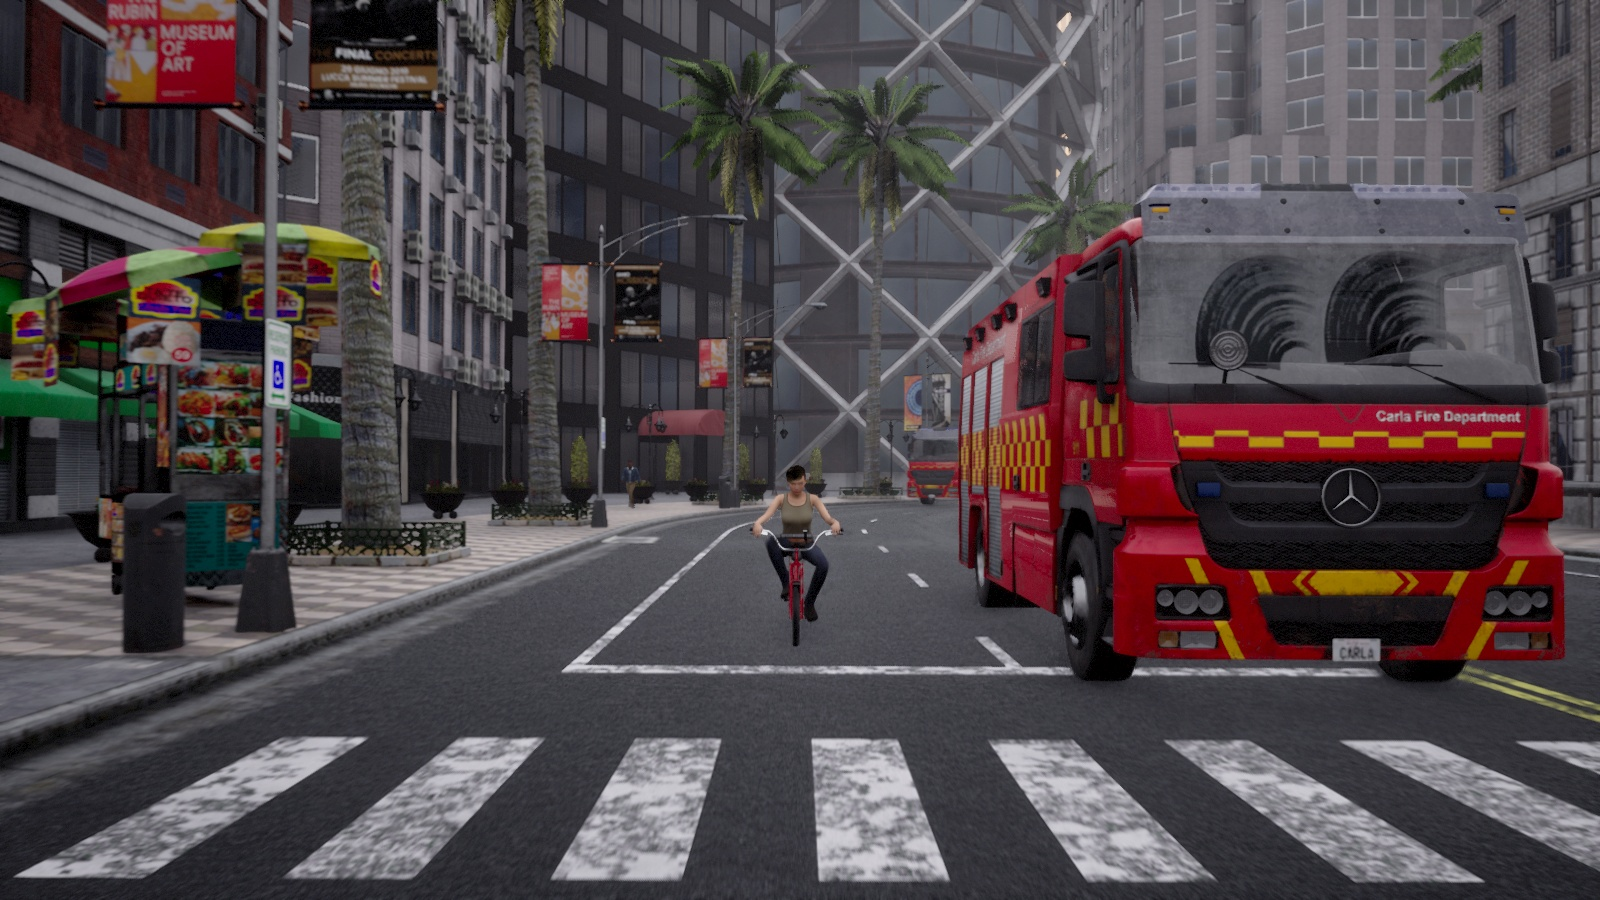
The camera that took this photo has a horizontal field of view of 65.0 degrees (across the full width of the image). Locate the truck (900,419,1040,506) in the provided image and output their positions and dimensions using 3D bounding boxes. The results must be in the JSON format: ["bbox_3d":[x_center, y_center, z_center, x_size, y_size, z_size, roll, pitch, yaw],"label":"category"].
[{"bbox_3d":[8.227,0.617,59.713,2.891,3.827,8.468,-1,-1,36],"label":"truck"}]

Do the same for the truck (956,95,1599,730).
[{"bbox_3d":[3.466,-0.166,11.820,2.891,3.827,8.468,0,-1,0],"label":"truck"}]

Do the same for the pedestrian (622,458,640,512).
[{"bbox_3d":[-6.162,1.265,45.916,0.423,1.949,0.788,0,-1,10],"label":"pedestrian"}]

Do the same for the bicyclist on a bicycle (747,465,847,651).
[{"bbox_3d":[-0.024,0.946,11.648,0.866,1.612,1.509,0,-1,0],"label":"bicyclist on a bicycle"}]
